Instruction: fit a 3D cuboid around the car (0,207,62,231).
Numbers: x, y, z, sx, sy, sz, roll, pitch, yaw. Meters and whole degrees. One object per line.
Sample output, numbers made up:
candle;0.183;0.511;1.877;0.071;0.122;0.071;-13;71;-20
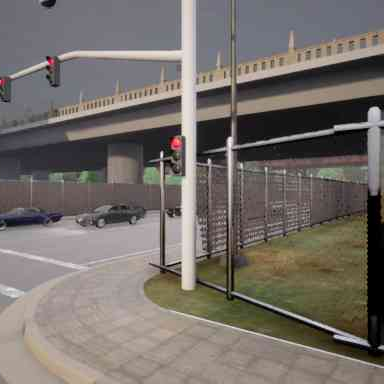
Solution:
car;-10.991;1.656;21.344;1.895;1.301;4.718;0;0;37

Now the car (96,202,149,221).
car;-5.867;1.619;28.517;1.994;1.385;4.181;0;0;36

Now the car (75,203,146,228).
car;-5.630;1.560;22.794;1.837;1.490;4.892;0;0;35
